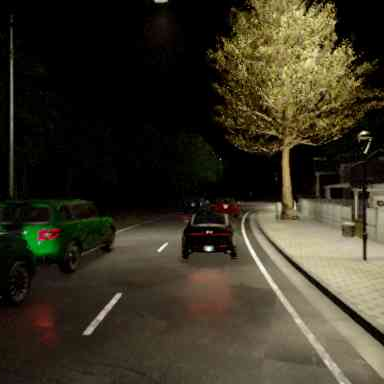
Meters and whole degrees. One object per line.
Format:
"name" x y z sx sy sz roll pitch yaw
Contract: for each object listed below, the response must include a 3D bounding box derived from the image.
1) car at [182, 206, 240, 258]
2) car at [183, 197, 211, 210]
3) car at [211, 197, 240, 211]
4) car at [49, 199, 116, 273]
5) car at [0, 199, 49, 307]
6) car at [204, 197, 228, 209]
"car" 0.710 1.490 12.684 1.837 1.490 4.892 0 0 5
"car" 0.606 1.317 35.128 2.097 1.767 4.553 0 0 14
"car" 3.307 1.314 30.618 2.097 1.767 4.553 0 0 11
"car" -4.196 1.217 10.801 2.150 2.045 5.566 0 0 4
"car" -4.485 1.223 4.835 2.150 2.045 5.566 0 0 2
"car" 3.359 1.510 46.005 2.128 1.511 4.902 0 0 18
